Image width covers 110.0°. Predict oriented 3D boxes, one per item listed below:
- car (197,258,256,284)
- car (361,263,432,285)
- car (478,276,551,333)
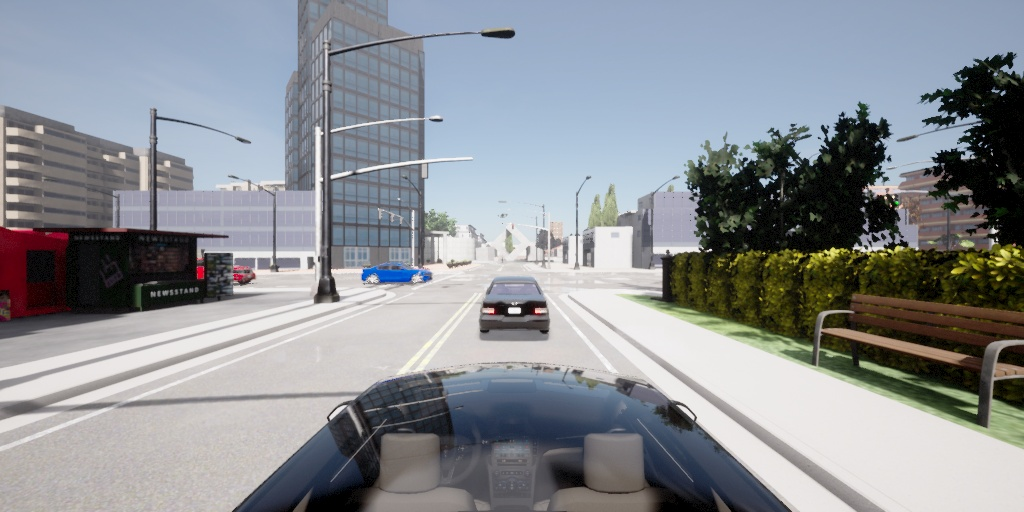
[{"bbox_3d":[-21.902,1.131,26.083,5.566,2.045,2.150,0,0,0],"label":"car"},{"bbox_3d":[-8.363,1.266,26.194,5.008,1.535,1.882,0,0,0],"label":"car"},{"bbox_3d":[0.069,1.297,10.718,2.033,1.411,5.357,0,0,0],"label":"car"}]
